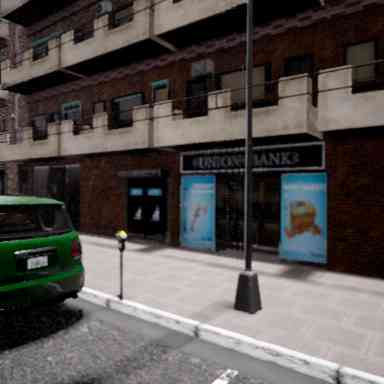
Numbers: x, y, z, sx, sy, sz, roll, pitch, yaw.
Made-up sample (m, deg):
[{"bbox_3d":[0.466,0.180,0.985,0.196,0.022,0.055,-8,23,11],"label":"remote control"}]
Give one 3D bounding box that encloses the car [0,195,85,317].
[{"bbox_3d":[-4.437,1.063,6.437,5.566,2.045,2.150,2,1,36],"label":"car"}]
